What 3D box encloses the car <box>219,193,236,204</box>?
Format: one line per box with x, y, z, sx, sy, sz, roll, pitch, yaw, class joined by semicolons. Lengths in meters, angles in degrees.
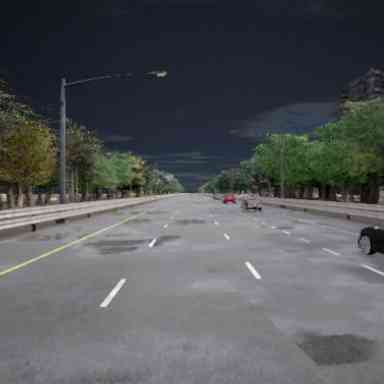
7.160;1.260;64.777;2.150;2.045;5.566;0;0;0;car

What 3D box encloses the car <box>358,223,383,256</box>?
7.002;1.497;10.249;2.128;1.511;4.902;0;0;0;car

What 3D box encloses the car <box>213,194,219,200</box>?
7.270;1.599;94.778;1.994;1.385;4.181;0;0;0;car

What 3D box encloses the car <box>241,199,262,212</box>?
7.066;1.570;39.821;2.033;1.411;5.357;0;0;0;car
